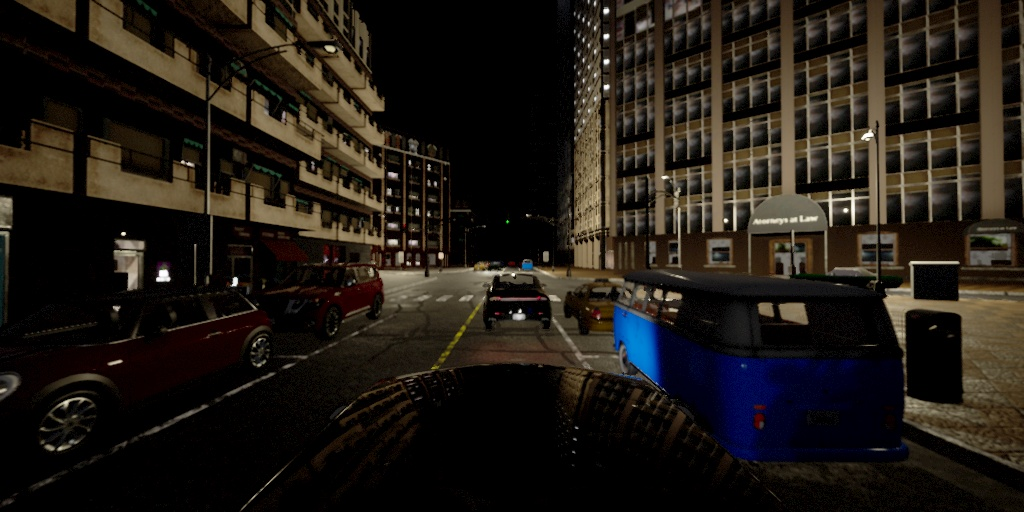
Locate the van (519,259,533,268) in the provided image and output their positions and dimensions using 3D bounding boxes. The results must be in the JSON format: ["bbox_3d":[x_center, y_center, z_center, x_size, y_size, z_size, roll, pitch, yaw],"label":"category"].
[{"bbox_3d":[2.535,1.525,59.329,1.690,1.789,3.998,0,0,0],"label":"van"}]

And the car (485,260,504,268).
[{"bbox_3d":[-2.847,1.777,58.420,1.895,1.301,4.718,0,0,2],"label":"car"}]

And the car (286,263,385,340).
[{"bbox_3d":[-5.319,1.121,10.327,2.192,1.841,5.009,0,0,0],"label":"car"}]

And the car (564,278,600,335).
[{"bbox_3d":[2.561,1.332,10.507,1.751,1.417,4.829,0,0,0],"label":"car"}]

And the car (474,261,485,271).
[{"bbox_3d":[-5.345,1.709,59.155,1.751,1.417,4.829,0,0,0],"label":"car"}]

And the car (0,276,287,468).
[{"bbox_3d":[-5.316,1.210,4.791,1.967,1.591,4.097,0,0,0],"label":"car"}]

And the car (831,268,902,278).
[{"bbox_3d":[18.298,1.308,20.067,4.718,1.301,1.895,-1,-1,40],"label":"car"}]

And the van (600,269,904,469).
[{"bbox_3d":[2.564,1.111,4.801,1.690,1.789,3.998,0,0,0],"label":"van"}]

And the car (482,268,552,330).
[{"bbox_3d":[0.110,1.306,11.348,2.128,1.511,4.902,0,0,-1],"label":"car"}]
